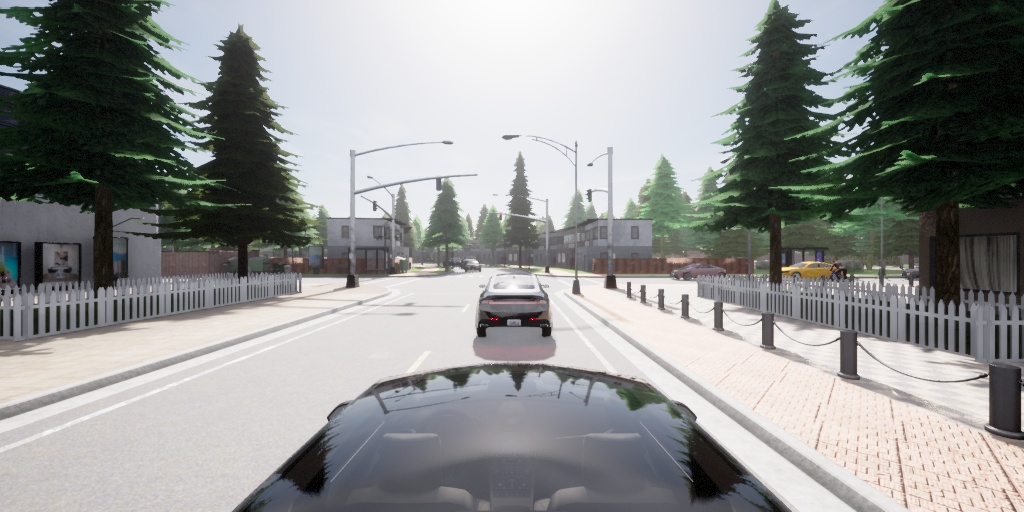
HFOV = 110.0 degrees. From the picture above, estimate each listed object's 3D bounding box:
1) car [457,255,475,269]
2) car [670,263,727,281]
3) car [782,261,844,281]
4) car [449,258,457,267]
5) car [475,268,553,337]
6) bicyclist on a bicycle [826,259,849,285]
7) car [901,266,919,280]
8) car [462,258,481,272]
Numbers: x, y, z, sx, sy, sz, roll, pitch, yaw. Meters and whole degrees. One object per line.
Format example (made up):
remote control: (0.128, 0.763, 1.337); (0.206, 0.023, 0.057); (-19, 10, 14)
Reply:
car: (-6.531, 0.937, 54.543); (2.150, 2.045, 5.566); (0, 0, -15)
car: (15.304, 1.299, 29.558); (4.181, 1.385, 1.994); (0, 0, 2)
car: (24.183, 1.212, 29.301); (5.008, 1.535, 1.882); (0, 0, 2)
car: (-9.904, 1.068, 64.113); (2.097, 1.767, 4.553); (0, 0, -24)
car: (0.059, 1.242, 10.259); (2.128, 1.511, 4.902); (0, 0, 0)
bicyclist on a bicycle: (19.892, 1.035, 21.940); (0.582, 1.620, 1.656); (0, 0, 2)
car: (34.555, 1.240, 28.977); (4.892, 1.490, 1.837); (0, 0, 2)
car: (-4.930, 1.280, 45.379); (1.994, 1.385, 4.181); (0, 0, -7)
